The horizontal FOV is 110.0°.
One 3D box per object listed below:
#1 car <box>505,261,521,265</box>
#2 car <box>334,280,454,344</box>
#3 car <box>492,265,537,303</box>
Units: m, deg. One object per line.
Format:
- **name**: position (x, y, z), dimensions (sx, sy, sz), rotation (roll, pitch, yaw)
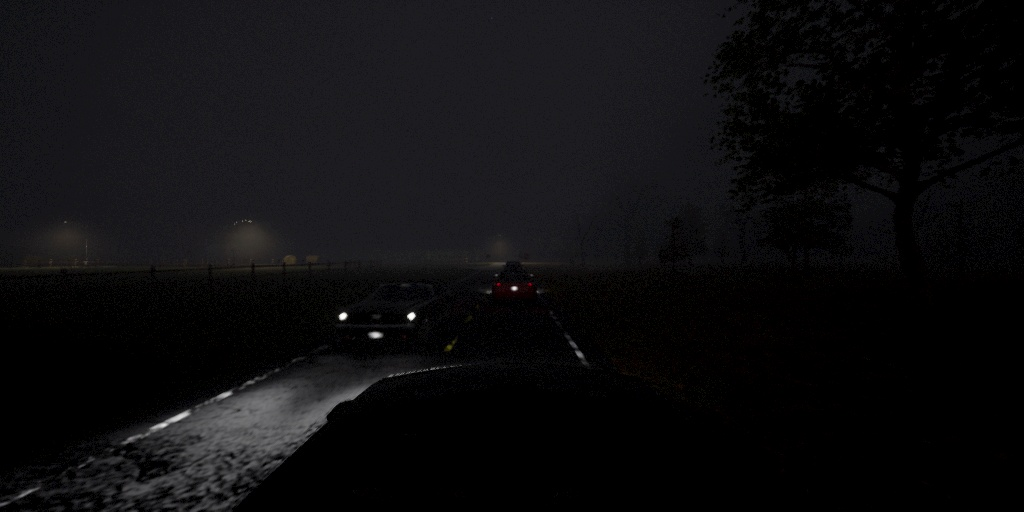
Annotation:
- **car**: position (0.105, 1.248, 34.747), dimensions (1.837, 1.490, 4.892), rotation (0, 0, 0)
- **car**: position (-2.848, 1.351, 9.718), dimensions (1.895, 1.301, 4.718), rotation (0, 0, 0)
- **car**: position (0.101, 1.314, 16.794), dimensions (1.994, 1.385, 4.181), rotation (0, 0, 0)
